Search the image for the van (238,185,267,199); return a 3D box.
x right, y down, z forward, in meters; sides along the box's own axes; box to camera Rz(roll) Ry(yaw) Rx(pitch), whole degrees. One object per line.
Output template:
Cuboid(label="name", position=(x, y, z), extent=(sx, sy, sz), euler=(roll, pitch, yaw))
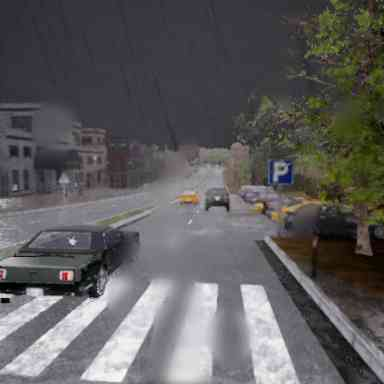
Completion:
Cuboid(label="van", position=(9.661, -0.013, 53.534), extent=(4.442, 1.987, 1.878), euler=(1, 2, 5))

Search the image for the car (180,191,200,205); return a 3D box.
Cuboid(label="car", position=(-0.201, 0.631, 38.403), extent=(1.882, 1.535, 5.008), euler=(1, 2, 5))

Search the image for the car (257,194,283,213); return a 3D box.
Cuboid(label="car", position=(7.328, 1.139, 23.333), extent=(4.792, 1.488, 2.163), euler=(1, 1, 5))

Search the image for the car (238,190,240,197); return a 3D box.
Cuboid(label="car", position=(9.305, 0.282, 48.167), extent=(4.553, 1.767, 2.185), euler=(1, 2, 5))

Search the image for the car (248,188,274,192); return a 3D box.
Cuboid(label="car", position=(7.944, 0.784, 31.567), extent=(4.553, 1.767, 2.185), euler=(1, 2, 5))

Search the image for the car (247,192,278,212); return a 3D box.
Cuboid(label="car", position=(7.340, 1.040, 26.100), extent=(5.366, 1.575, 1.946), euler=(1, 1, 5))

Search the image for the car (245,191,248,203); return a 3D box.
Cuboid(label="car", position=(8.196, 0.873, 34.321), extent=(4.674, 1.452, 2.002), euler=(1, 2, 5))

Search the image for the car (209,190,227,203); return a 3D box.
Cuboid(label="car", position=(3.412, 0.531, 43.162), extent=(2.128, 1.511, 4.902), euler=(1, 2, 5))

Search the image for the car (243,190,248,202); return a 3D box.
Cuboid(label="car", position=(8.426, 0.796, 37.064), extent=(4.674, 1.452, 2.002), euler=(1, 2, 5))

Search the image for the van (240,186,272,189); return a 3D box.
Cuboid(label="van", position=(9.218, 0.279, 45.278), extent=(4.442, 1.987, 1.878), euler=(1, 2, 5))

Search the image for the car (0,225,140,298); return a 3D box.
Cuboid(label="car", position=(-2.625, 1.446, 8.113), extent=(1.895, 1.301, 4.718), euler=(1, 1, 4))

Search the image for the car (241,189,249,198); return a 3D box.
Cuboid(label="car", position=(8.620, 0.705, 39.814), extent=(4.792, 1.488, 2.163), euler=(1, 2, 5))

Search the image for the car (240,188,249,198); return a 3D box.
Cuboid(label="car", position=(8.904, 0.619, 42.551), extent=(4.792, 1.488, 2.163), euler=(1, 2, 5))

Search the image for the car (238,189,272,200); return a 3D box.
Cuboid(label="car", position=(9.544, 0.316, 50.786), extent=(4.892, 1.521, 2.231), euler=(1, 2, 5))

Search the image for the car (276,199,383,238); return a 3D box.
Cuboid(label="car", position=(6.618, 1.281, 15.106), extent=(4.892, 1.521, 2.231), euler=(1, 1, 5))

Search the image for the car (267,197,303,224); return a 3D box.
Cuboid(label="car", position=(6.844, 1.225, 17.851), extent=(5.008, 1.535, 2.097), euler=(1, 1, 5))

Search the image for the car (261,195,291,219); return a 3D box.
Cuboid(label="car", position=(7.081, 1.168, 20.593), extent=(4.892, 1.521, 2.231), euler=(1, 1, 5))

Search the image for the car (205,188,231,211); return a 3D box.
Cuboid(label="car", position=(2.404, 0.611, 31.023), extent=(2.150, 2.045, 5.566), euler=(1, 2, 5))
